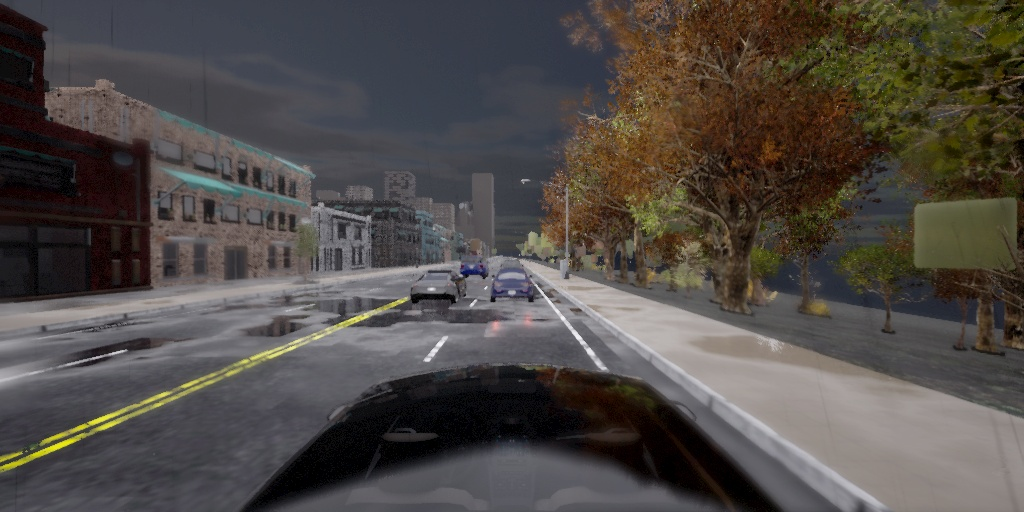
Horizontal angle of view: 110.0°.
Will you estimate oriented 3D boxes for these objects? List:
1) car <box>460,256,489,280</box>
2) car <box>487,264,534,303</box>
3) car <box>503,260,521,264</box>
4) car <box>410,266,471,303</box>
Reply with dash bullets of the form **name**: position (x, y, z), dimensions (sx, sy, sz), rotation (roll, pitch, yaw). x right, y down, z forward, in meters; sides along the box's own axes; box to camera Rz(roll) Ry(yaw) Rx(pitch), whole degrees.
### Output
- **car**: position (-3.250, 1.000, 31.531), dimensions (2.150, 2.045, 5.566), rotation (0, 0, 0)
- **car**: position (0.000, 1.277, 16.501), dimensions (1.812, 1.442, 4.674), rotation (0, 0, 0)
- **car**: position (0.000, 1.108, 31.471), dimensions (2.097, 1.767, 4.553), rotation (0, 0, 0)
- **car**: position (-3.249, 1.317, 16.501), dimensions (1.994, 1.385, 4.181), rotation (0, 0, 0)
